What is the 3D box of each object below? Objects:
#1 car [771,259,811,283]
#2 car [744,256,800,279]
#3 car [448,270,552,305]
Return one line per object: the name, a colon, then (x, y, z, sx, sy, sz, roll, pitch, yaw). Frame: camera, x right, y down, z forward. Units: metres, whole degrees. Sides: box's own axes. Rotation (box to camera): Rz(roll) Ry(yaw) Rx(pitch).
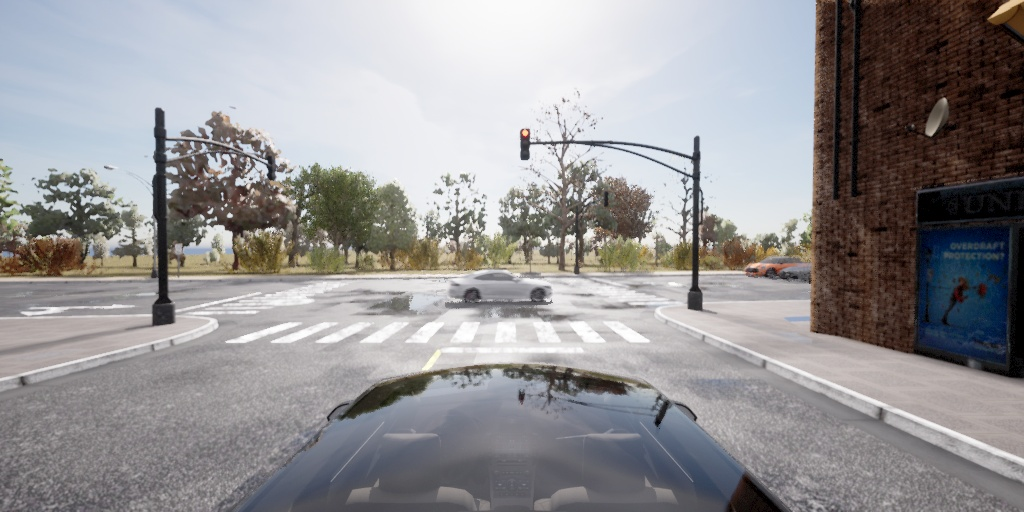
car: (21.817, 1.161, 26.165, 4.181, 1.385, 1.994, 0, 1, -9)
car: (21.616, 0.879, 29.418, 4.553, 1.767, 2.097, 0, 1, -9)
car: (-0.523, 1.342, 16.183, 4.674, 1.442, 1.812, 0, 1, -8)
